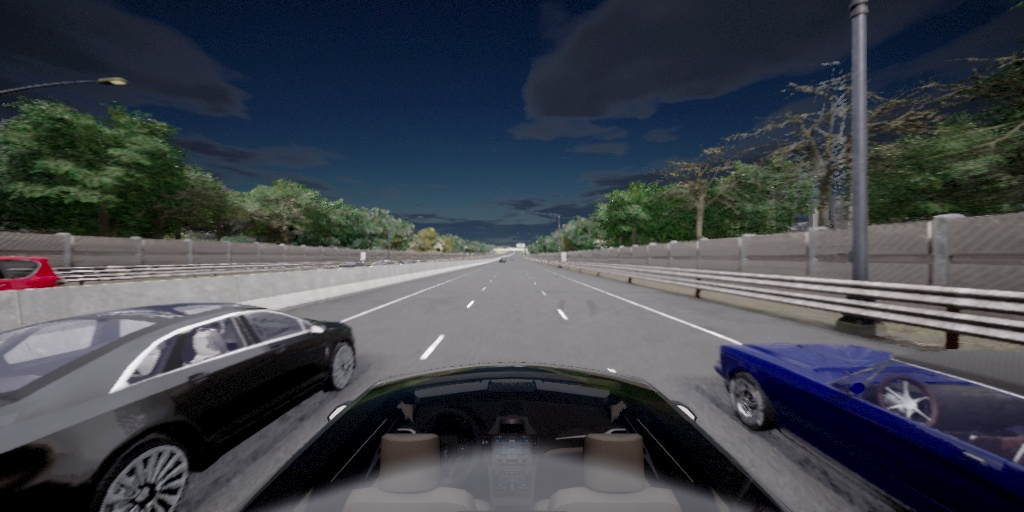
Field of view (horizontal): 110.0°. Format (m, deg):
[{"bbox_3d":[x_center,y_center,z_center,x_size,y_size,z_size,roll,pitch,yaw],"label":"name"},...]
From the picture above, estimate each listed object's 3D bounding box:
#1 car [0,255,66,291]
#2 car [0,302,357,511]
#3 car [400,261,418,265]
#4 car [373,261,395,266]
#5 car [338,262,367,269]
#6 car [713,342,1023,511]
[{"bbox_3d":[-14.095,0.988,8.106,2.150,2.045,5.566,0,0,0],"label":"car"},{"bbox_3d":[-3.399,1.247,3.856,2.128,1.511,4.902,0,0,0],"label":"car"},{"bbox_3d":[-14.048,1.420,49.339,1.837,1.490,4.892,0,0,1],"label":"car"},{"bbox_3d":[-17.548,1.409,49.340,2.128,1.511,4.902,0,0,1],"label":"car"},{"bbox_3d":[-21.039,1.457,47.541,2.033,1.411,5.357,0,0,1],"label":"car"},{"bbox_3d":[3.602,1.353,2.620,1.895,1.301,4.718,0,0,0],"label":"car"}]
